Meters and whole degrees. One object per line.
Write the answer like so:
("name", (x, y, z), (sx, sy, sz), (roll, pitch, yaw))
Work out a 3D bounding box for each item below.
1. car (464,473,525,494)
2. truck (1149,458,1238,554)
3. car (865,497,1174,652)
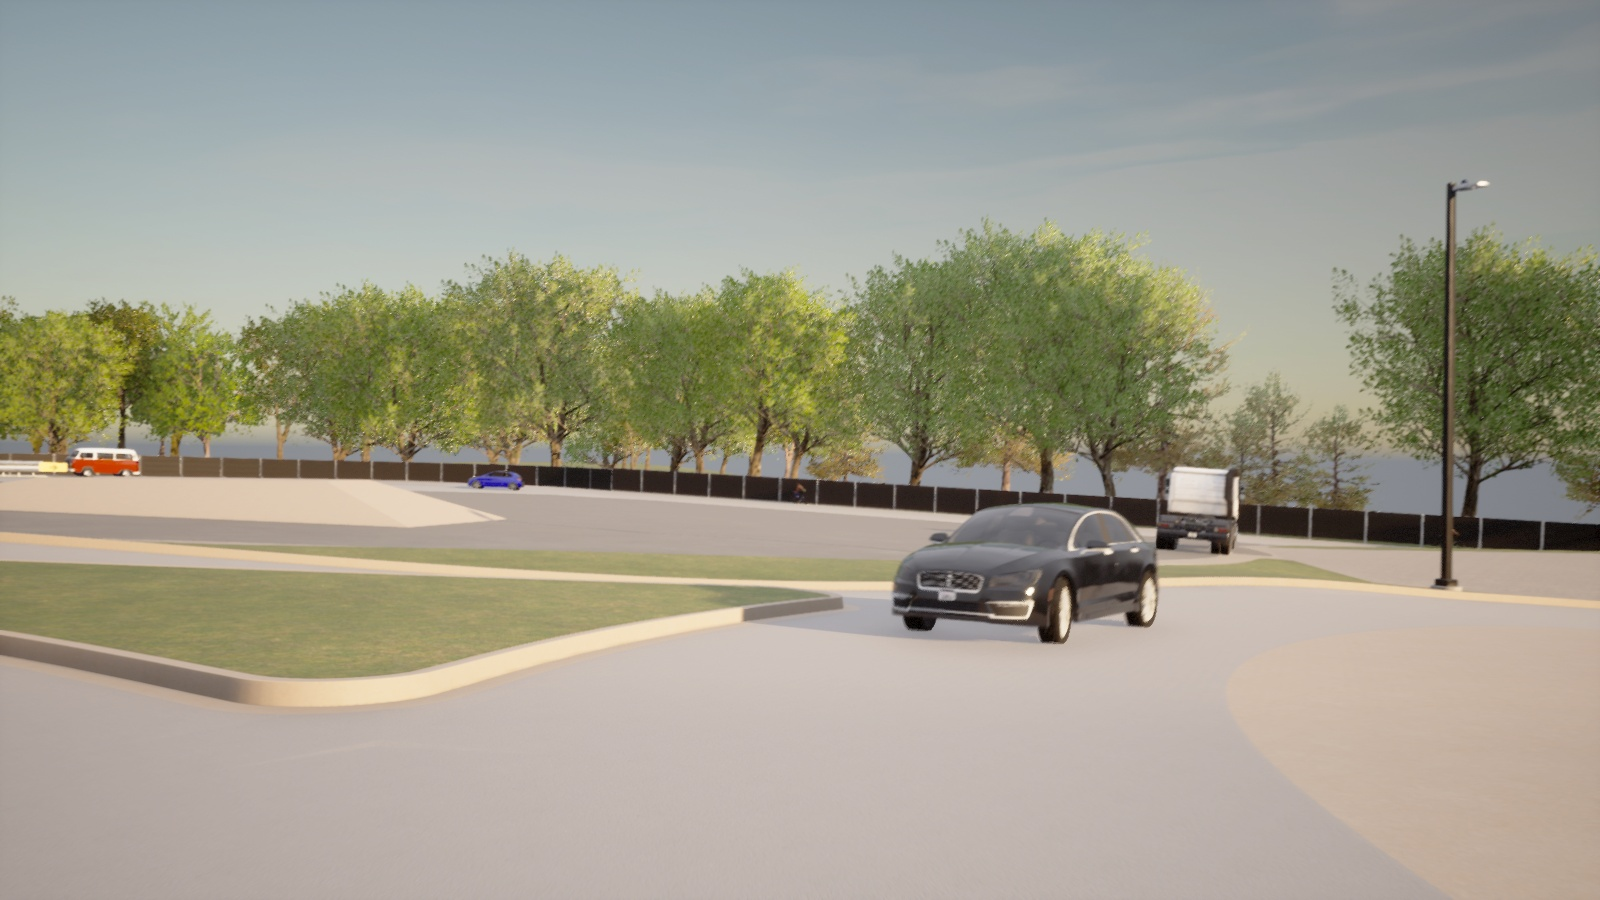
("car", (-23.298, 2.548, 95.741), (4.193, 1.474, 1.816), (2, -1, -3))
("truck", (16.255, 2.248, 51.518), (2.891, 3.462, 7.936), (4, -1, 20))
("car", (2.811, 1.377, 14.977), (1.837, 1.490, 4.892), (0, -3, 33))
